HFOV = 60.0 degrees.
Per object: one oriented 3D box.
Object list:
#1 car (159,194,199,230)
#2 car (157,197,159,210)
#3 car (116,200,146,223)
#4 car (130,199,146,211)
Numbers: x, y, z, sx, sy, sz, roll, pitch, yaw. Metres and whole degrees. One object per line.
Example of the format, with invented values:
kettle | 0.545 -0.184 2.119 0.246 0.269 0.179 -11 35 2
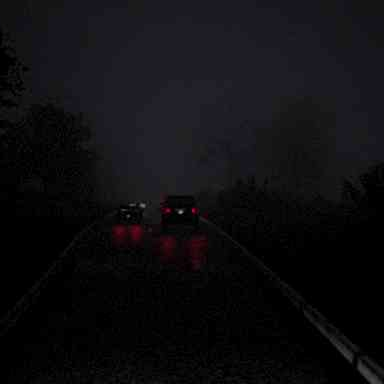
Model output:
car | -0.829 1.225 21.128 2.150 2.045 5.566 0 0 -4
car | -3.017 1.232 40.290 2.150 2.045 5.566 0 0 -8
car | -4.721 1.498 25.854 2.128 1.511 4.902 0 0 -6
car | -6.703 1.608 41.429 1.895 1.301 4.718 0 0 -9
